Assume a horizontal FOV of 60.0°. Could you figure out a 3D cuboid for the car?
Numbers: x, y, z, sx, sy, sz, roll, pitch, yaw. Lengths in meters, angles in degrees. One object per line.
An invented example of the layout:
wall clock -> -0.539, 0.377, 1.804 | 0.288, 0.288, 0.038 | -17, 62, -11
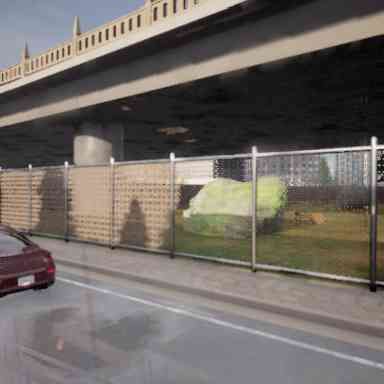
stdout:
car -> -4.942, 1.468, 7.511 | 4.674, 1.442, 1.812 | 0, 0, 36
